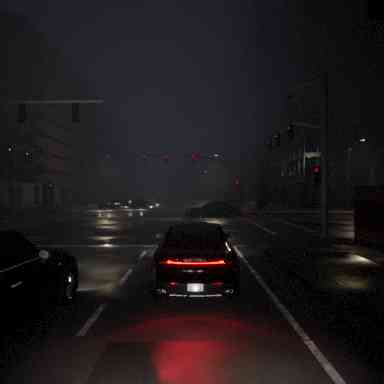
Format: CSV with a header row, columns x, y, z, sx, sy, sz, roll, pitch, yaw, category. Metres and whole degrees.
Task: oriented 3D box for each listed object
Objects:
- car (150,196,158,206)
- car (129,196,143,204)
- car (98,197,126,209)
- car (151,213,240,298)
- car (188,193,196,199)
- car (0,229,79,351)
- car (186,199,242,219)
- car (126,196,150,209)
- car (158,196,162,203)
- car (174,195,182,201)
x,y,z,sx,sy,sz,roll,pitch,yaw,category
-7.390,1.478,56.536,1.882,1.535,5.008,0,0,1,car
-10.761,1.526,64.596,1.812,1.442,4.674,0,0,1,car
-10.925,1.547,44.579,2.033,1.411,5.357,0,0,3,car
0.082,1.505,8.518,1.837,1.490,4.892,0,0,0,car
0.003,1.225,84.536,2.150,2.045,5.566,0,0,1,car
-3.445,1.352,5.196,2.097,1.767,4.553,0,0,0,car
1.786,1.551,27.767,4.674,1.442,1.812,0,0,0,car
-7.456,1.505,46.467,1.837,1.490,4.892,0,0,0,car
-7.215,1.491,66.963,2.128,1.511,4.902,0,0,1,car
-3.499,1.553,84.312,1.994,1.385,4.181,0,0,1,car
